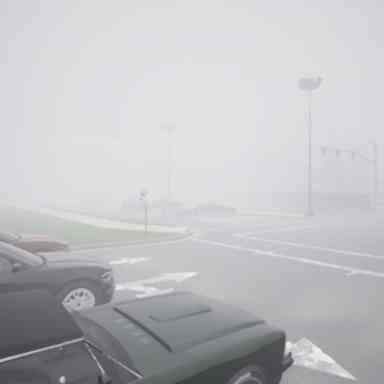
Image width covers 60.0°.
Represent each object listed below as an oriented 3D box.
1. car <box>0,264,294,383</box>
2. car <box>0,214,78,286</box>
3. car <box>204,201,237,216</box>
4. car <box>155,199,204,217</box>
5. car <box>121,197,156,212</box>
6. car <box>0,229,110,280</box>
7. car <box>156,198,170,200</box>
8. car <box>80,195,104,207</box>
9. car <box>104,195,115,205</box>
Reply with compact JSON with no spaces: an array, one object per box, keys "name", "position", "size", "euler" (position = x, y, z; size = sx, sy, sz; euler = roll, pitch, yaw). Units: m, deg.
[{"name":"car","position":[-1.279,1.601,2.848],"size":[4.718,1.301,1.895],"euler":[0,0,-35]},{"name":"car","position":[-5.681,1.478,8.313],"size":[5.008,1.535,1.882],"euler":[0,0,-35]},{"name":"car","position":[2.282,1.603,33.031],"size":[1.895,1.301,4.718],"euler":[0,0,-36]},{"name":"car","position":[-1.260,1.602,31.945],"size":[1.895,1.301,4.718],"euler":[0,0,-36]},{"name":"car","position":[-6.620,1.354,39.270],"size":[2.097,1.767,4.553],"euler":[0,0,-36]},{"name":"car","position":[-3.740,1.478,5.396],"size":[5.008,1.535,1.882],"euler":[0,0,-35]},{"name":"car","position":[-3.193,1.504,40.514],"size":[1.837,1.490,4.892],"euler":[0,1,-36]},{"name":"car","position":[-16.001,1.480,52.175],"size":[1.882,1.535,5.008],"euler":[0,0,-36]},{"name":"car","position":[-14.802,1.353,56.520],"size":[2.097,1.767,4.553],"euler":[0,0,-35]}]
